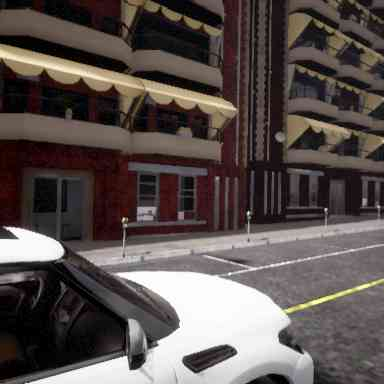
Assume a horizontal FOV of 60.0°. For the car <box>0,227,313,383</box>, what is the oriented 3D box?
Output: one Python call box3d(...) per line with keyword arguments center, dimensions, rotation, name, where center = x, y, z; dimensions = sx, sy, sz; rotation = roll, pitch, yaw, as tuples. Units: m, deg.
box3d(center=(-1.605, 1.231, 2.135), dimensions=(5.566, 2.045, 2.150), rotation=(0, 0, -36), name="car")
